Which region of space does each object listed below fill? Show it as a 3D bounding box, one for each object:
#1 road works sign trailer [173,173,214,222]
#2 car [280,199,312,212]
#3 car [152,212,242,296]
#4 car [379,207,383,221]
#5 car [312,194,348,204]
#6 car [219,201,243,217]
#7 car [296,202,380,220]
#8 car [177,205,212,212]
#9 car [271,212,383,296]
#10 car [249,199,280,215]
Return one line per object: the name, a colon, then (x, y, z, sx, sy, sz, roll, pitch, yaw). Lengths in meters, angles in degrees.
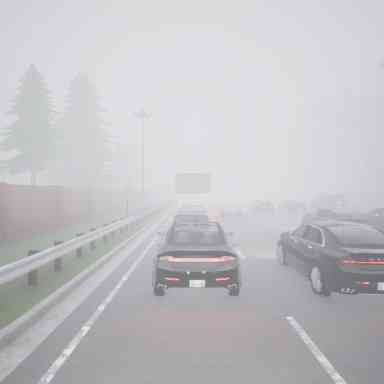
road works sign trailer: (0.064, 0.464, 22.972, 2.380, 3.560, 2.880, 0, 0, -2)
car: (10.591, 1.504, 35.089, 1.837, 1.490, 4.892, 0, 0, 0)
car: (0.098, 1.491, 8.621, 2.128, 1.511, 4.902, 0, 0, 0)
car: (10.596, 1.505, 17.688, 1.837, 1.490, 4.892, 0, 0, 0)
car: (14.091, 1.223, 34.525, 2.150, 2.045, 5.566, 0, 0, 0)
car: (3.592, 1.526, 31.224, 1.812, 1.442, 4.674, 0, 0, 0)
car: (7.095, 1.506, 16.810, 1.837, 1.490, 4.892, 0, 0, 0)
car: (0.084, 1.474, 19.052, 1.882, 1.535, 5.008, 0, 0, 4)
car: (3.597, 1.505, 8.593, 1.837, 1.490, 4.892, 0, 0, 0)
car: (7.090, 1.489, 34.301, 2.128, 1.511, 4.902, 0, 0, 0)
